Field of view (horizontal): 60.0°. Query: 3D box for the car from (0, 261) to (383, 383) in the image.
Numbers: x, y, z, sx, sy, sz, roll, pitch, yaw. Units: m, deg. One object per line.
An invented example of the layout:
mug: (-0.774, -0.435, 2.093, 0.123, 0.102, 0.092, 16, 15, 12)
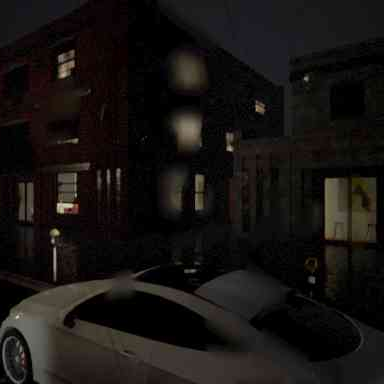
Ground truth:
car: (-0.228, 1.524, 3.597, 4.674, 1.442, 1.812, 0, 0, 35)
